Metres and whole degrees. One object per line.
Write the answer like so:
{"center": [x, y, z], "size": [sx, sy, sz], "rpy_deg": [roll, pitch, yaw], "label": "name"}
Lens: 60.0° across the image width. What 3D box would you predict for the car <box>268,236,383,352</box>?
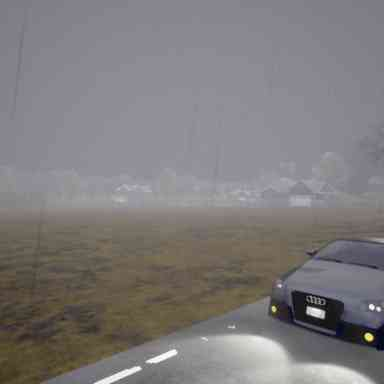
{"center": [3.241, 1.573, 6.204], "size": [4.181, 1.385, 1.994], "rpy_deg": [0, 0, -43], "label": "car"}
